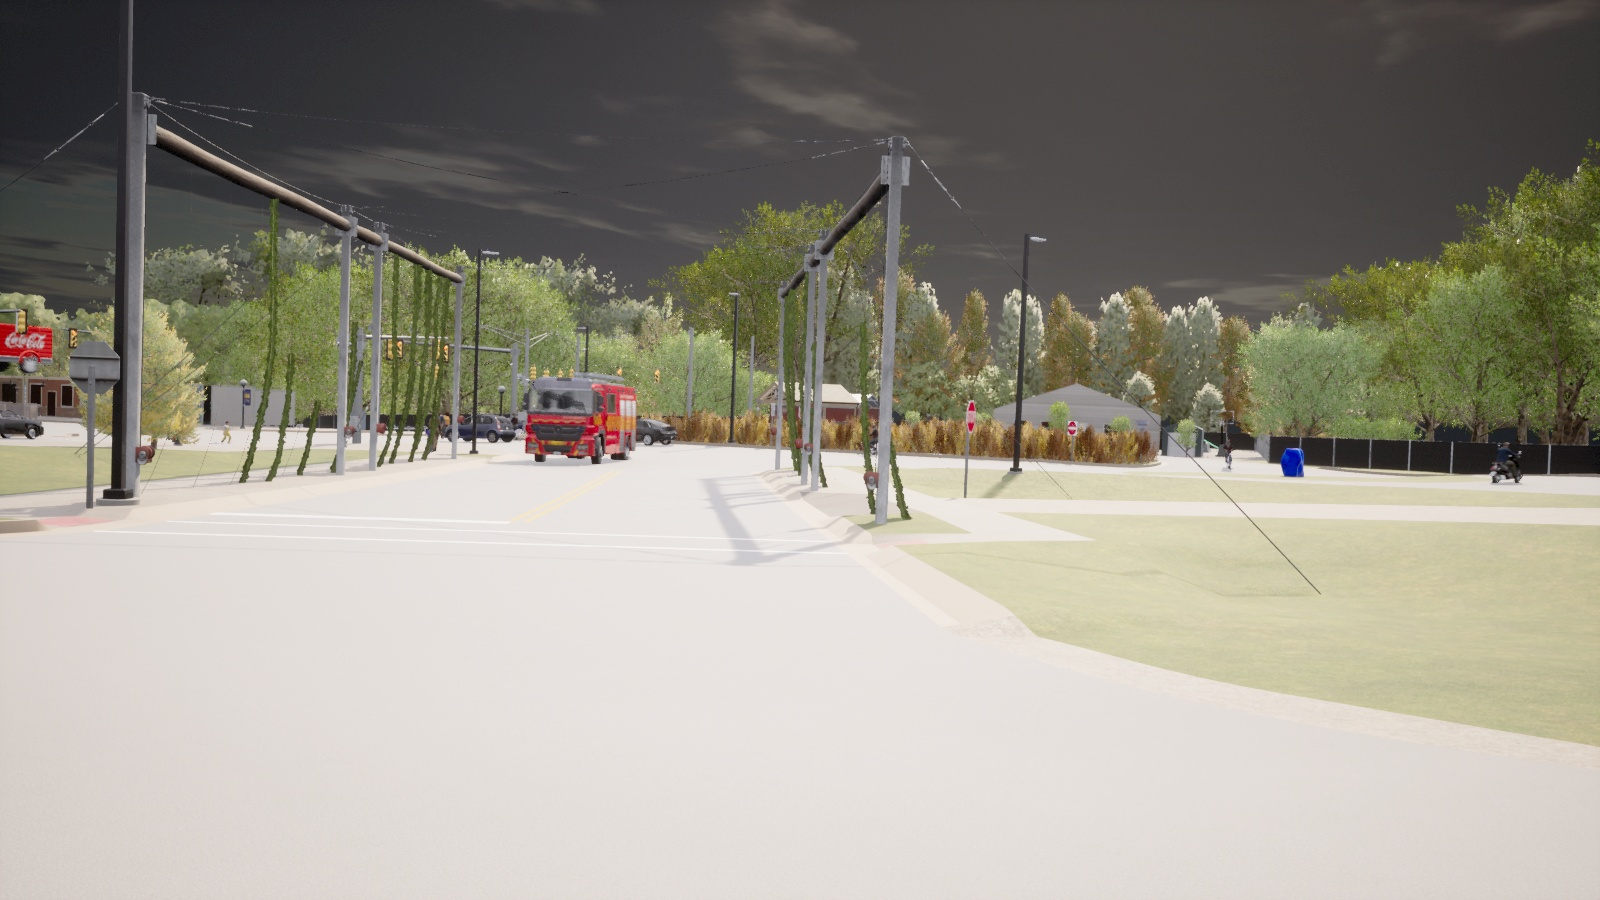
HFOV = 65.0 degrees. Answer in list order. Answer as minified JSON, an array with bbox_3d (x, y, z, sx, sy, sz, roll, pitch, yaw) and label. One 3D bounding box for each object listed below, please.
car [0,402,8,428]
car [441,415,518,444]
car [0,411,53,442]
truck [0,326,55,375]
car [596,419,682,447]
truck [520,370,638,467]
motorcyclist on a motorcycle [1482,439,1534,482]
[{"bbox_3d":[-53.732,-2.290,80.721,5.027,1.651,2.152,2,2,21],"label":"car"},{"bbox_3d":[-18.560,-1.212,72.718,3.988,1.617,1.851,1,2,20],"label":"car"},{"bbox_3d":[-39.793,-1.177,61.951,2.128,1.511,4.902,2,1,16],"label":"car"},{"bbox_3d":[-43.569,-5.456,67.791,2.627,2.467,5.204,5,3,21],"label":"truck"},{"bbox_3d":[-9.382,-1.017,72.962,4.892,1.490,1.837,2,3,31],"label":"car"},{"bbox_3d":[-9.414,-1.358,54.558,2.891,3.827,8.468,2,1,5],"label":"truck"},{"bbox_3d":[27.015,0.384,47.899,1.817,1.590,0.866,0,0,-28],"label":"motorcyclist on a motorcycle"}]
